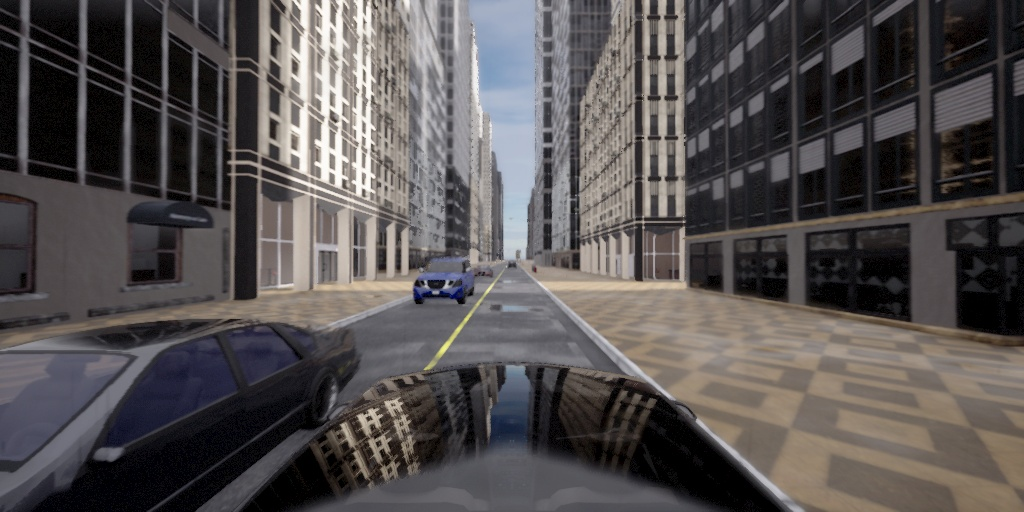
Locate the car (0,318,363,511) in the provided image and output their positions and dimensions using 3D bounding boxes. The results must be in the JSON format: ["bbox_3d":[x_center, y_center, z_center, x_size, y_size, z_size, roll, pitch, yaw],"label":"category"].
[{"bbox_3d":[-3.100,1.306,2.933,2.033,1.411,5.357,0,0,0],"label":"car"}]

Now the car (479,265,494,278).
[{"bbox_3d":[-3.001,1.609,37.752,1.994,1.385,4.181,0,-1,1],"label":"car"}]

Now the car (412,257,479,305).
[{"bbox_3d":[-3.072,1.088,17.268,2.150,2.045,5.566,0,1,0],"label":"car"}]
